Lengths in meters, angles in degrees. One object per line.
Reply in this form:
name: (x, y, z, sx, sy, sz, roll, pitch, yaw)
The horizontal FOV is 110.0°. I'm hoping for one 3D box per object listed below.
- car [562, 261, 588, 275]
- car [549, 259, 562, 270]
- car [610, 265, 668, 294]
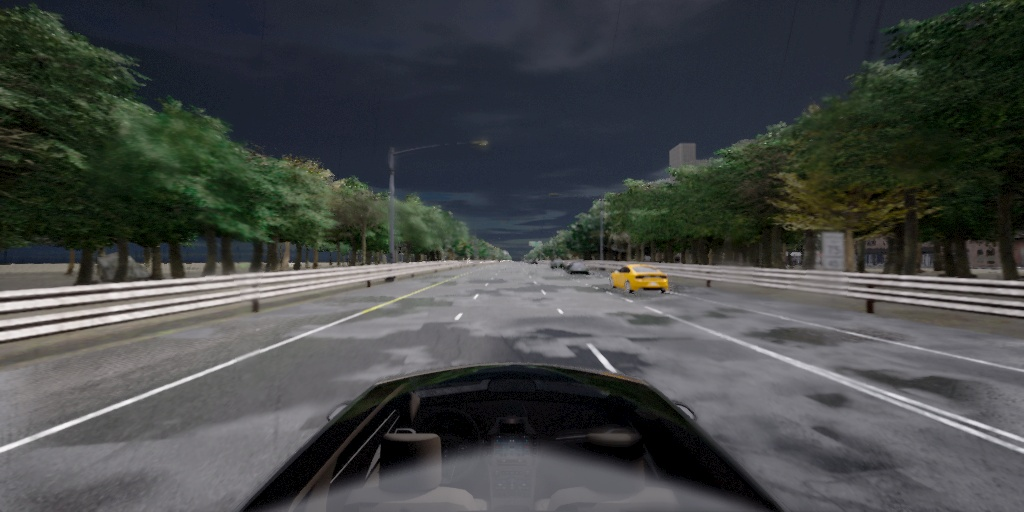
car: (7.002, 1.338, 39.064, 1.994, 1.385, 4.181, 0, 0, 0)
car: (7.049, 1.216, 56.609, 2.097, 1.767, 4.553, 0, 0, 0)
car: (6.992, 1.231, 20.237, 1.882, 1.535, 5.008, 0, 0, 0)
